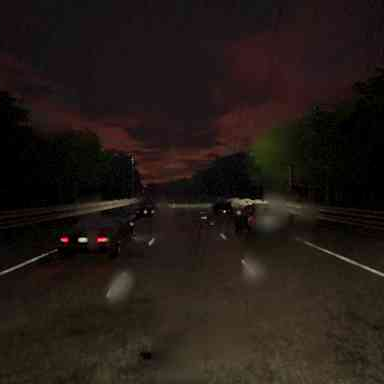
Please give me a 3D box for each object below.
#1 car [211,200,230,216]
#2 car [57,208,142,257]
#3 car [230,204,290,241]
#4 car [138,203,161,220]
[{"bbox_3d":[3.080,1.625,34.490,1.837,1.490,4.892,0,0,-2],"label":"car"},{"bbox_3d":[-3.488,1.580,13.055,2.033,1.411,5.357,0,0,-1],"label":"car"},{"bbox_3d":[3.453,1.401,17.220,2.097,1.767,4.553,0,0,-1],"label":"car"},{"bbox_3d":[-3.773,1.647,29.028,2.033,1.411,5.357,0,0,-1],"label":"car"}]
